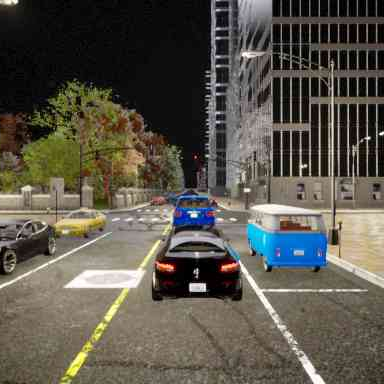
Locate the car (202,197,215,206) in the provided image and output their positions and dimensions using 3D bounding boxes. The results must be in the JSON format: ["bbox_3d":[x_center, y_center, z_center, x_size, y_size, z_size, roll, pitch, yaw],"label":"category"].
[{"bbox_3d":[2.675,1.539,54.268,1.947,1.339,4.313,0,0,0],"label":"car"}]

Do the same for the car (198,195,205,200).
[{"bbox_3d":[2.664,1.453,94.209,1.752,1.417,4.829,0,0,0],"label":"car"}]

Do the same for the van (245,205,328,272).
[{"bbox_3d":[2.772,1.337,10.462,1.690,1.788,3.998,0,0,0],"label":"van"}]

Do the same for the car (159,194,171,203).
[{"bbox_3d":[-5.710,1.277,71.312,2.192,1.841,5.009,0,0,0],"label":"car"}]

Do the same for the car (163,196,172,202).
[{"bbox_3d":[-5.713,1.538,76.994,1.802,1.307,4.206,0,0,0],"label":"car"}]

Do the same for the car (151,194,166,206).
[{"bbox_3d":[-5.705,1.517,54.263,1.887,1.381,4.507,0,0,0],"label":"car"}]

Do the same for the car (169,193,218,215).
[{"bbox_3d":[0.095,1.214,18.536,2.150,2.045,5.566,0,0,0],"label":"car"}]

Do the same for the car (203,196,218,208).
[{"bbox_3d":[2.678,1.416,48.587,1.967,1.590,4.097,0,0,0],"label":"car"}]

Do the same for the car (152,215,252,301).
[{"bbox_3d":[0.100,1.523,8.186,1.812,1.442,4.674,0,0,0],"label":"car"}]

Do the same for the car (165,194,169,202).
[{"bbox_3d":[-5.707,1.520,59.945,2.008,1.369,4.403,0,0,0],"label":"car"}]

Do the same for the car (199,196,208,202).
[{"bbox_3d":[2.668,1.521,76.992,1.947,1.339,4.313,0,0,0],"label":"car"}]

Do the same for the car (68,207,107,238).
[{"bbox_3d":[-5.823,1.518,17.692,1.752,1.417,4.829,0,0,0],"label":"car"}]

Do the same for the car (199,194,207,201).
[{"bbox_3d":[2.667,1.388,82.673,1.967,1.590,4.097,0,0,0],"label":"car"}]

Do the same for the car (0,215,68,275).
[{"bbox_3d":[-5.772,1.562,10.458,1.947,1.339,4.313,0,0,0],"label":"car"}]
